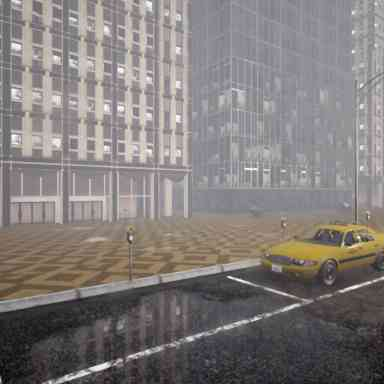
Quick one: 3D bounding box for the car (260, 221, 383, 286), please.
[{"bbox_3d":[4.002,1.526,9.431,4.829,1.417,1.752,0,0,-36],"label":"car"}]
